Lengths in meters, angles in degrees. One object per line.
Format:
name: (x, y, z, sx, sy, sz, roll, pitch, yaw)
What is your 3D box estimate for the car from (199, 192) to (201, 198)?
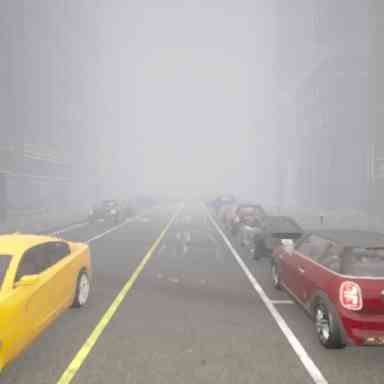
car: (2.825, 1.108, 62.209, 1.802, 1.307, 4.206, 0, 0, 0)

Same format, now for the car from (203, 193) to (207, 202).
car: (2.807, 1.198, 45.404, 1.887, 1.381, 4.507, 0, 0, 0)

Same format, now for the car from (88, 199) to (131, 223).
car: (-5.741, 1.264, 22.995, 1.967, 1.590, 4.097, 0, 0, 0)

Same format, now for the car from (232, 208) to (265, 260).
car: (2.773, 1.475, 11.794, 1.947, 1.339, 4.313, 0, 0, 0)

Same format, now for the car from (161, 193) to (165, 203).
car: (-5.712, 1.156, 51.006, 1.887, 1.381, 4.507, 0, 0, 0)

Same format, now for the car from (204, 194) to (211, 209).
car: (2.802, 1.240, 39.802, 1.887, 1.381, 4.507, 0, 0, 0)

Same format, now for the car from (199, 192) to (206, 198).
car: (2.853, 0.756, 90.216, 1.967, 1.590, 4.097, 0, 0, 0)

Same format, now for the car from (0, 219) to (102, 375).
car: (-2.994, 1.439, 4.885, 1.882, 1.535, 5.008, 0, 0, 0)

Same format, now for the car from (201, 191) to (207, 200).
car: (2.813, 1.051, 51.005, 1.967, 1.590, 4.097, 0, 0, 0)

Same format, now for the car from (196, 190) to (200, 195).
car: (2.847, 0.672, 84.614, 2.192, 1.841, 5.009, 0, 0, 0)

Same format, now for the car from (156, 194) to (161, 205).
car: (-5.718, 1.198, 45.404, 1.887, 1.381, 4.507, 0, 0, 0)

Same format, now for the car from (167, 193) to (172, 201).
car: (-5.695, 0.924, 67.812, 1.967, 1.590, 4.097, 0, 0, 0)

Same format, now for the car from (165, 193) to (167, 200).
car: (-5.707, 1.095, 56.438, 1.752, 1.417, 4.829, 0, 0, 0)

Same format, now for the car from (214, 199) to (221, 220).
car: (2.784, 1.405, 22.998, 1.802, 1.307, 4.206, 0, 0, 0)

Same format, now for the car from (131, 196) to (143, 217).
car: (-5.735, 1.326, 28.598, 1.887, 1.381, 4.507, 0, 0, 0)

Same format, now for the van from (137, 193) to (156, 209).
van: (-5.724, 1.037, 39.801, 1.690, 1.788, 3.998, 0, 0, 0)

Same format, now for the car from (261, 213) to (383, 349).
car: (2.767, 1.392, 6.192, 1.967, 1.590, 4.097, 0, 0, 0)

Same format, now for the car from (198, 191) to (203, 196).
car: (2.836, 0.986, 73.412, 1.887, 1.381, 4.507, 0, 0, 0)

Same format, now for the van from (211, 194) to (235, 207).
van: (2.789, 1.122, 28.597, 1.690, 1.788, 3.998, 0, 0, 0)

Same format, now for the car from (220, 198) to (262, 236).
car: (2.778, 1.306, 17.395, 1.967, 1.590, 4.097, 0, 0, 0)
